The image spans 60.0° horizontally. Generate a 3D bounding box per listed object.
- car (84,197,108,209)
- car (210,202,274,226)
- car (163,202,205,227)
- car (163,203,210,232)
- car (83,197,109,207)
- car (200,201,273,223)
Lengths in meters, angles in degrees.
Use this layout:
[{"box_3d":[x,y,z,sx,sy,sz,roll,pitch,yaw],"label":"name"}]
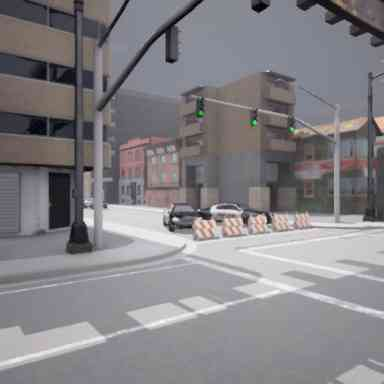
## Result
[{"box_3d":[-12.719,1.432,43.788,2.038,1.542,4.974,0,0,-36],"label":"car"},{"box_3d":[2.962,1.432,22.303,4.974,1.542,2.038,0,0,34],"label":"car"},{"box_3d":[-0.619,1.280,20.199,1.853,1.218,4.536,0,0,-11],"label":"car"},{"box_3d":[-0.609,1.437,20.148,2.038,1.542,4.974,0,0,-11],"label":"car"},{"box_3d":[-12.750,1.274,43.830,1.853,1.218,4.536,0,0,-36],"label":"car"},{"box_3d":[2.919,1.274,22.332,4.536,1.218,1.853,0,0,34],"label":"car"}]
